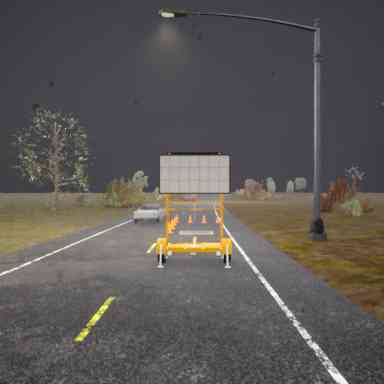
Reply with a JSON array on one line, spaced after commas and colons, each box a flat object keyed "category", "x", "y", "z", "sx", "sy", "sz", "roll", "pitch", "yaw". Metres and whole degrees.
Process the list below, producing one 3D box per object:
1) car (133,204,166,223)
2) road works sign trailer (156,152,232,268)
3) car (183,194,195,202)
[{"category": "car", "x": -3.147, "y": 1.598, "z": 25.279, "sx": 1.895, "sy": 1.301, "sz": 4.718, "roll": 0, "pitch": 0, "yaw": 2}, {"category": "road works sign trailer", "x": 0.088, "y": 0.463, "z": 11.274, "sx": 2.380, "sy": 3.560, "sz": 2.880, "roll": 0, "pitch": 0, "yaw": 1}, {"category": "car", "x": -0.500, "y": 1.204, "z": 69.187, "sx": 2.150, "sy": 2.045, "sz": 5.566, "roll": 0, "pitch": 0, "yaw": 5}]
